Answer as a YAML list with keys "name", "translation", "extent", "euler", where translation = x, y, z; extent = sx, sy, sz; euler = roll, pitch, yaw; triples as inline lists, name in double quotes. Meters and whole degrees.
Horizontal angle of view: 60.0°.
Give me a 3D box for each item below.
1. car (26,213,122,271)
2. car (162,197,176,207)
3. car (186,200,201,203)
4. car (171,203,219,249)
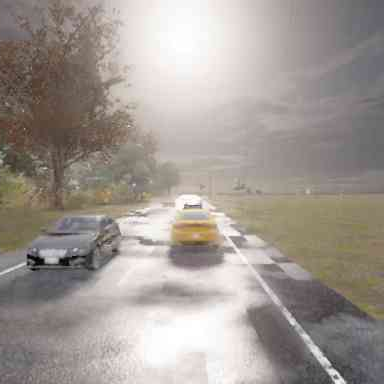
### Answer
- name: "car"
  translation: [-3.596, 1.496, 10.971]
  extent: [2.128, 1.511, 4.902]
  euler: [0, 0, 0]
- name: "car"
  translation: [-3.560, 1.510, 51.781]
  extent: [1.882, 1.535, 5.008]
  euler: [0, 0, 0]
- name: "car"
  translation: [0.107, 1.509, 32.098]
  extent: [2.128, 1.511, 4.902]
  euler: [0, 0, 0]
- name: "car"
  translation: [0.117, 1.484, 14.730]
  extent: [1.882, 1.535, 5.008]
  euler: [0, 0, 0]
